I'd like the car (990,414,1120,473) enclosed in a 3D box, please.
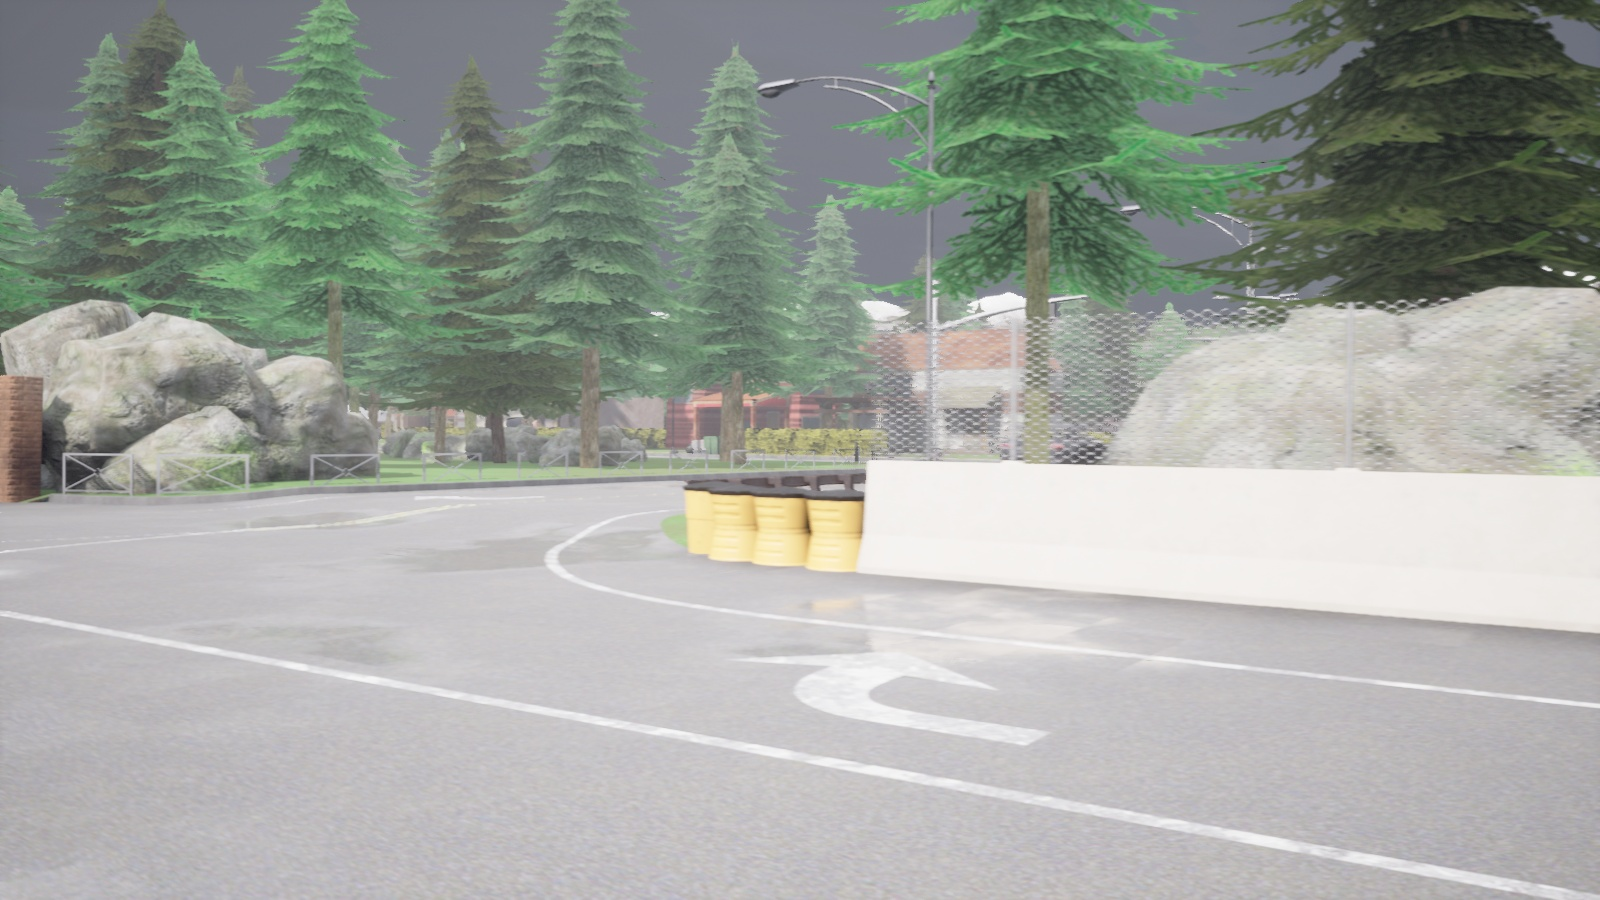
[{"bbox_3d":[7.811,-0.212,38.144,2.242,1.667,4.611,0,1,34],"label":"car"}]
